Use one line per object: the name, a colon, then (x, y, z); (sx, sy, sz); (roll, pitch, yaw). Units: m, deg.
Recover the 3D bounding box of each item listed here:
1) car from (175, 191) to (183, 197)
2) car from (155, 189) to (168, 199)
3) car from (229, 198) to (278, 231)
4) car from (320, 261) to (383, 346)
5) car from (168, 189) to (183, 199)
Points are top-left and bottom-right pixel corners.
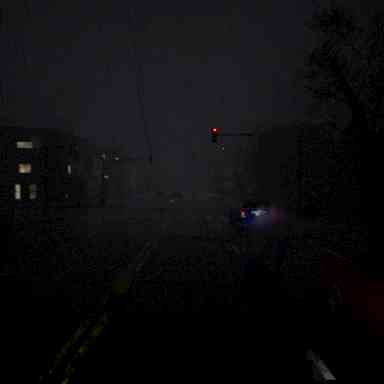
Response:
car: (-3.362, 0.403, 84.306); (1.837, 1.490, 4.892); (0, 1, 0)
car: (-6.568, 0.640, 68.664); (1.812, 1.442, 4.674); (0, 1, 0)
car: (3.358, 1.108, 18.845); (2.097, 1.767, 4.553); (0, 1, 0)
car: (3.354, 1.545, 4.192); (1.895, 1.301, 4.718); (0, 1, 0)
car: (-3.319, 0.594, 68.709); (1.882, 1.535, 5.008); (0, 1, 0)
